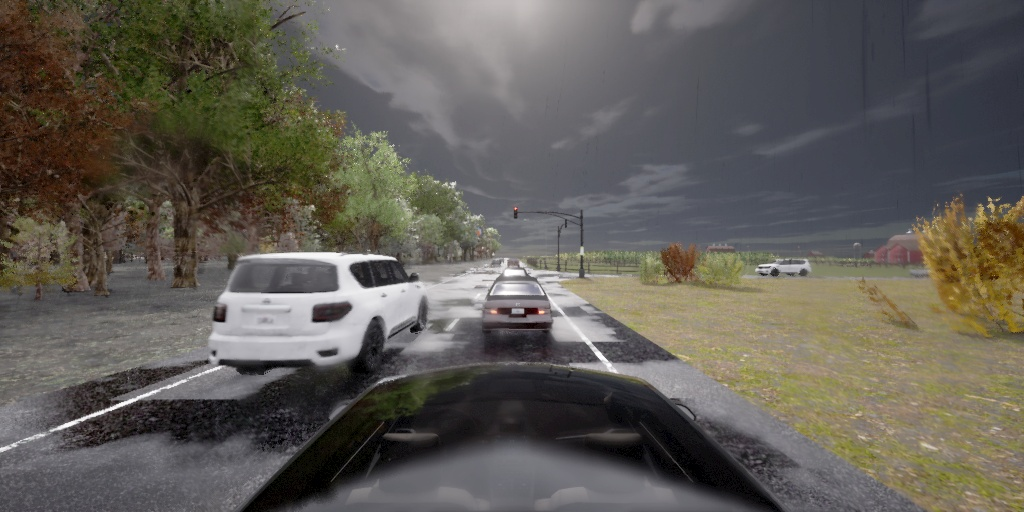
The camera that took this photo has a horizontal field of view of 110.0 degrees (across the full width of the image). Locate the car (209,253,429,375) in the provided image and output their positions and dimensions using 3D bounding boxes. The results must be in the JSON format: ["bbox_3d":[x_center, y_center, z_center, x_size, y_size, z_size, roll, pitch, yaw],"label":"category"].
[{"bbox_3d":[-3.386,0.972,7.625,2.150,2.045,5.566,0,0,0],"label":"car"}]

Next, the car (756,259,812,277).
[{"bbox_3d":[31.765,1.377,41.951,5.566,2.045,2.150,1,-1,0],"label":"car"}]

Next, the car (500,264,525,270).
[{"bbox_3d":[0.145,1.318,19.886,1.994,1.385,4.181,0,0,0],"label":"car"}]

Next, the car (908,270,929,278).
[{"bbox_3d":[49.434,1.947,41.761,4.718,1.301,1.895,1,-1,1],"label":"car"}]

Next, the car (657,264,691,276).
[{"bbox_3d":[18.931,1.577,42.033,4.181,1.385,1.994,1,-1,0],"label":"car"}]

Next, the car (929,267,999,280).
[{"bbox_3d":[48.672,1.826,38.219,5.357,1.411,2.033,1,-1,1],"label":"car"}]

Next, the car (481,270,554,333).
[{"bbox_3d":[0.122,1.300,10.646,2.033,1.411,5.357,0,0,0],"label":"car"}]
